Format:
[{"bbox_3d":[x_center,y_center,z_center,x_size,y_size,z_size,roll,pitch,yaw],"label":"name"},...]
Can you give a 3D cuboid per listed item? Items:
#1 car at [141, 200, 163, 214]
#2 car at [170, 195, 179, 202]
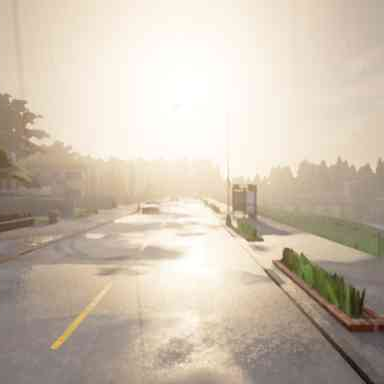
[{"bbox_3d":[-4.092,1.547,34.978,2.033,1.411,5.357,0,0,0],"label":"car"},{"bbox_3d":[-3.993,1.456,76.271,2.128,1.511,4.902,0,0,0],"label":"car"}]
